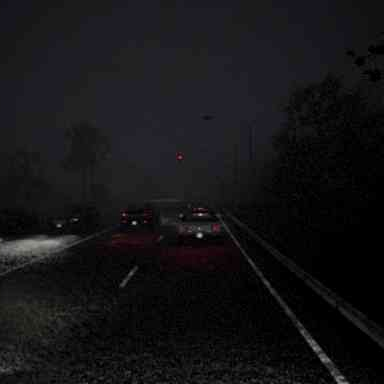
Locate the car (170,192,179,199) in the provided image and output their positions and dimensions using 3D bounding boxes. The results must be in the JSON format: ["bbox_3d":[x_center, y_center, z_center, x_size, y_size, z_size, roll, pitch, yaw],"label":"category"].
[{"bbox_3d":[-4.322,0.861,83.118,2.097,1.767,4.553,0,2,2],"label":"car"}]

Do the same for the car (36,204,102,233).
[{"bbox_3d":[-6.740,1.455,19.478,2.128,1.511,4.902,0,0,2],"label":"car"}]

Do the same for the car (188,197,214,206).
[{"bbox_3d":[0.691,1.458,27.064,1.837,1.490,4.892,0,0,2],"label":"car"}]

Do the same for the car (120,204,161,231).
[{"bbox_3d":[-3.023,1.454,20.265,2.128,1.511,4.902,0,0,2],"label":"car"}]

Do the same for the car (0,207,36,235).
[{"bbox_3d":[-10.271,1.527,18.464,1.994,1.385,4.181,0,0,2],"label":"car"}]

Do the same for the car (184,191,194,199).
[{"bbox_3d":[-0.787,0.639,83.978,2.150,2.045,5.566,0,3,2],"label":"car"}]

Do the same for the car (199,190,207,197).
[{"bbox_3d":[2.726,0.938,84.248,2.128,1.511,4.902,0,3,2],"label":"car"}]

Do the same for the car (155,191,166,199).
[{"bbox_3d":[-7.822,0.732,83.185,2.150,2.045,5.566,0,2,2],"label":"car"}]

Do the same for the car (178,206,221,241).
[{"bbox_3d":[0.373,1.572,16.447,1.895,1.301,4.718,0,0,1],"label":"car"}]
